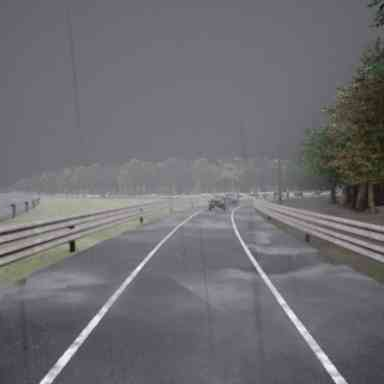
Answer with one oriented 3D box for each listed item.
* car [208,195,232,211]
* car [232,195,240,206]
[{"bbox_3d":[3.005,1.306,37.393,1.837,1.490,4.892,0,0,12],"label":"car"},{"bbox_3d":[5.676,1.210,48.317,2.128,1.511,4.902,0,1,18],"label":"car"}]
